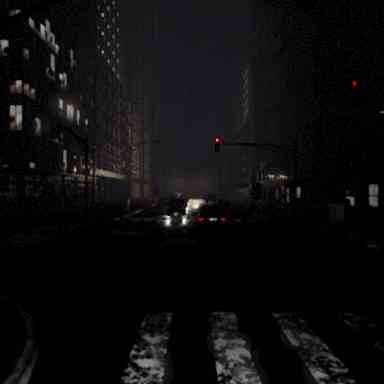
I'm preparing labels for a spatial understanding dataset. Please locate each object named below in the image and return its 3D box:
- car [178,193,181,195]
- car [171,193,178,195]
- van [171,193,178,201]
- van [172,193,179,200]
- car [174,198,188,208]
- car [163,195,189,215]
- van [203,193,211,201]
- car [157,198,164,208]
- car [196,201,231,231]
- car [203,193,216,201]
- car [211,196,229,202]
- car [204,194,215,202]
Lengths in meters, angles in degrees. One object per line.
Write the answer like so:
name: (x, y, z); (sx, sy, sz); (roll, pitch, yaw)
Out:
car: (-1.621, 1.477, 67.877); (1.895, 1.301, 4.718); (0, 0, 0)
car: (-4.167, 1.452, 64.259); (1.947, 1.339, 4.313); (0, 0, 0)
van: (-4.255, 1.180, 80.842); (1.690, 1.788, 3.998); (0, 0, 0)
van: (-4.284, 1.165, 86.369); (1.690, 1.788, 3.998); (0, 0, 0)
car: (-1.591, 1.526, 48.651); (1.895, 1.301, 4.718); (0, 0, 0)
car: (-1.536, 1.436, 33.683); (1.882, 1.535, 5.008); (0, 1, 0)
van: (3.625, 1.180, 80.884); (1.690, 1.788, 3.998); (0, 0, 0)
car: (-4.079, 1.510, 47.677); (1.802, 1.307, 4.206); (0, 0, 0)
car: (1.223, 1.534, 20.522); (2.033, 1.411, 5.357); (0, 0, 3)
car: (3.713, 1.201, 64.300); (2.192, 1.841, 5.009); (0, 0, 0)
car: (3.880, 1.506, 42.192); (1.947, 1.339, 4.313); (0, 0, 0)
car: (3.684, 1.311, 69.829); (1.967, 1.590, 4.097); (0, 0, 0)
